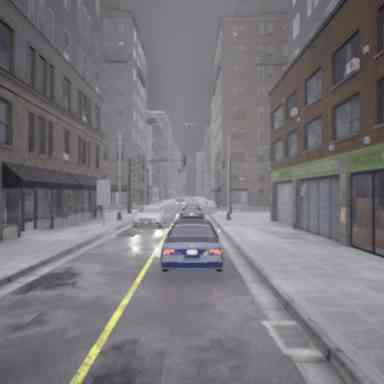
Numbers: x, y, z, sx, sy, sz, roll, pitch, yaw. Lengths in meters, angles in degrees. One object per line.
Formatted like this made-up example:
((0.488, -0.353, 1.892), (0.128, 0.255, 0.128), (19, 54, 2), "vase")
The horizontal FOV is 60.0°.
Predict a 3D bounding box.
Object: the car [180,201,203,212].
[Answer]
((-0.010, 1.712, 27.880), (1.994, 1.385, 4.181), (0, -1, 0), "car")

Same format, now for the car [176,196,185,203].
((-2.982, 1.827, 86.559), (2.097, 1.767, 4.553), (0, 0, 0), "car")

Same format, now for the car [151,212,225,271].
((0.018, 1.607, 11.059), (2.033, 1.411, 5.357), (0, 0, 0), "car")

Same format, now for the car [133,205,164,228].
((-2.881, 1.650, 23.127), (1.812, 1.442, 4.674), (0, 0, 0), "car")
